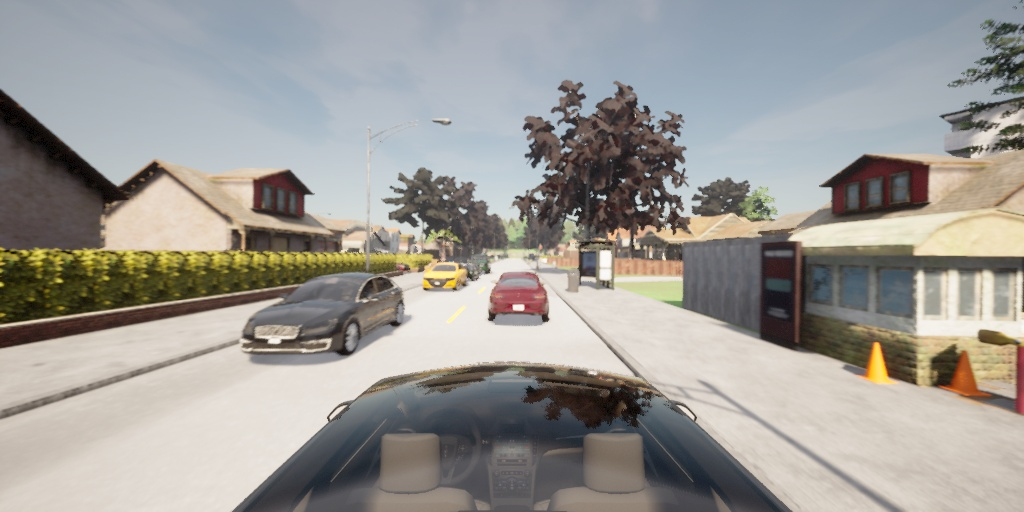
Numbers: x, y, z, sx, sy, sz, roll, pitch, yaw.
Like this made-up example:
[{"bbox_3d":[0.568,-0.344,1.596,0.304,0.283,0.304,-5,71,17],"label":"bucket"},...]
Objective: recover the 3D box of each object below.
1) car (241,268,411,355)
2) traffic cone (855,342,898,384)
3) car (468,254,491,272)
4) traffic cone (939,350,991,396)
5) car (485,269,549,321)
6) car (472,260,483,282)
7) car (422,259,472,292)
[{"bbox_3d":[-4.009,1.192,8.549,1.837,1.490,4.892,1,0,1],"label":"car"},{"bbox_3d":[5.706,1.647,5.620,0.344,0.586,0.344,0,0,1],"label":"traffic cone"},{"bbox_3d":[-3.408,0.832,37.792,2.150,2.045,5.566,1,0,1],"label":"car"},{"bbox_3d":[6.417,1.627,5.088,0.344,0.586,0.344,0,0,1],"label":"traffic cone"},{"bbox_3d":[0.230,1.247,12.172,1.812,1.442,4.674,1,0,1],"label":"car"},{"bbox_3d":[-3.583,1.244,27.445,1.895,1.301,4.718,1,0,1],"label":"car"},{"bbox_3d":[-3.789,1.130,20.925,1.882,1.535,5.008,1,0,1],"label":"car"}]
